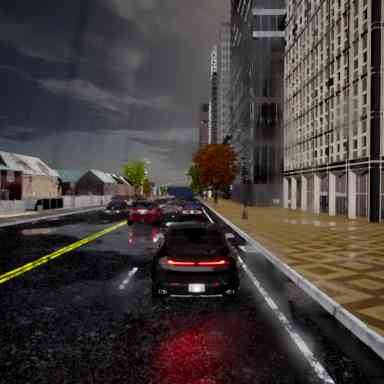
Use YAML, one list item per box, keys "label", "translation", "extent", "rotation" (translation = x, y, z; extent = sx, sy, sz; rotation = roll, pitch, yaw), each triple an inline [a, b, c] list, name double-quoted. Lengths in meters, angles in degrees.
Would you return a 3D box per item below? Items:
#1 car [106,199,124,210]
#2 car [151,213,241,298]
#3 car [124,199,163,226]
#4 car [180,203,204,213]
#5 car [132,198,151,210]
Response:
- label: "car"
  translation: [-9.924, 1.632, 44.233]
  extent: [2.033, 1.411, 5.357]
  rotation: [0, 0, 0]
- label: "car"
  translation: [0.070, 1.506, 8.494]
  extent: [1.837, 1.490, 4.892]
  rotation: [0, 0, 0]
- label: "car"
  translation: [-3.243, 1.367, 23.863]
  extent: [2.097, 1.767, 4.553]
  rotation: [0, 0, 0]
- label: "car"
  translation: [-0.006, 1.568, 27.071]
  extent: [2.033, 1.411, 5.357]
  rotation: [0, 0, 0]
- label: "car"
  translation: [-6.674, 1.607, 44.246]
  extent: [1.812, 1.442, 4.674]
  rotation: [0, 0, 0]
